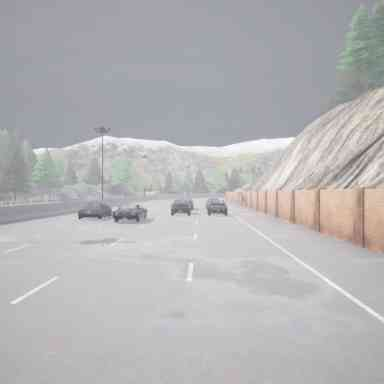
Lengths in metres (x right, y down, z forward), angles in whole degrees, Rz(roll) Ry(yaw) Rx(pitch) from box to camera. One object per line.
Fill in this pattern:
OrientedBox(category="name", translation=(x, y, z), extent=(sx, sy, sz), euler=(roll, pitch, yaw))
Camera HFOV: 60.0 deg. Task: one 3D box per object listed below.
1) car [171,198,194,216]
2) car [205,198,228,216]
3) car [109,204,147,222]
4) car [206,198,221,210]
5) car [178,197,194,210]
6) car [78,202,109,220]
OrientedBox(category="car", translation=(-1.041, 1.505, 33.039), extent=(1.837, 1.490, 4.892), euler=(0, 0, 1))
OrientedBox(category="car", translation=(2.454, 1.491, 32.798), extent=(2.128, 1.511, 4.902), euler=(0, 0, 1))
OrientedBox(category="car", translation=(-4.734, 1.601, 26.082), extent=(1.895, 1.301, 4.718), euler=(0, 0, 2))
OrientedBox(category="car", translation=(2.740, 1.526, 43.241), extent=(1.812, 1.442, 4.674), euler=(0, 0, 2))
OrientedBox(category="car", translation=(-0.754, 1.478, 43.480), extent=(1.882, 1.535, 5.008), euler=(0, 0, 2))
OrientedBox(category="car", translation=(-8.169, 1.564, 28.466), extent=(1.994, 1.385, 4.181), euler=(0, 0, 2))
